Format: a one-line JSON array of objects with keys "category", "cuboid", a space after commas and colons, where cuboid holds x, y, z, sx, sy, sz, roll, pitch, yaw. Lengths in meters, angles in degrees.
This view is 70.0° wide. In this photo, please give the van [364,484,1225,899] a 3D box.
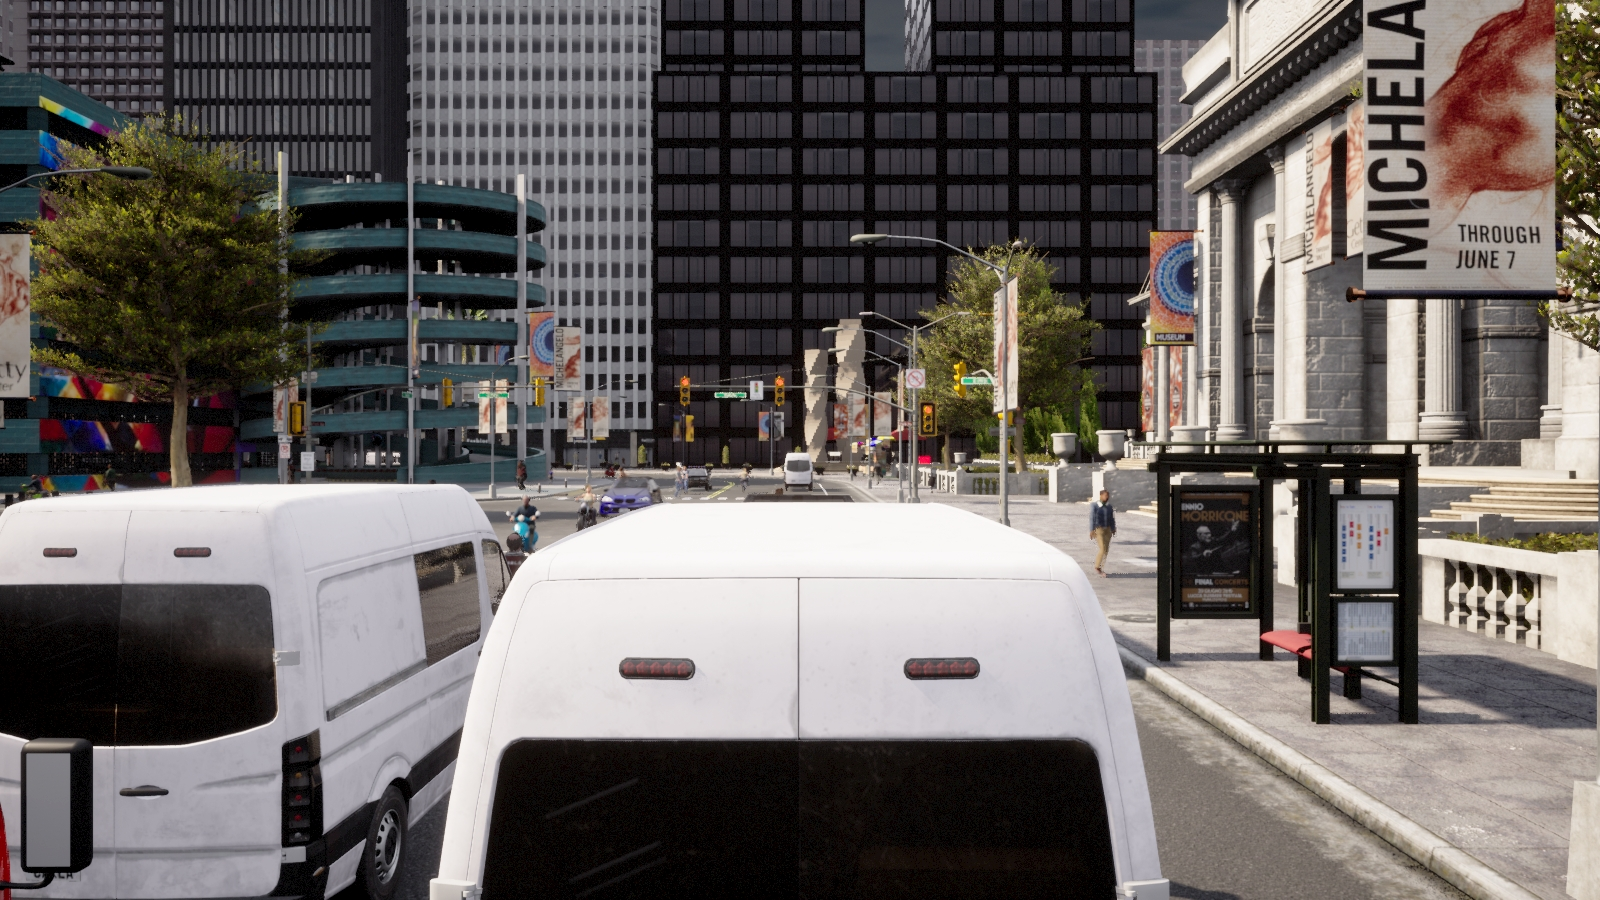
[{"category": "van", "cuboid": [-0.014, 1.532, 5.596, 1.988, 2.561, 5.915, 0, 0, 0]}]

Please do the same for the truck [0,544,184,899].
[{"category": "truck", "cuboid": [-3.506, 1.567, 1.456, 2.627, 2.467, 5.204, 0, 0, 0]}]

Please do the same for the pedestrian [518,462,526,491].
[{"category": "pedestrian", "cuboid": [-17.510, 1.670, 71.995, 0.375, 1.860, 0.375, 0, 0, 36]}]

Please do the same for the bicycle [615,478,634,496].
[{"category": "bicycle", "cuboid": [-10.637, 2.230, 69.318, 0.859, 1.080, 1.487, 0, 0, 1]}]

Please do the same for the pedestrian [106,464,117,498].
[{"category": "pedestrian", "cuboid": [-37.502, 1.673, 62.231, 0.375, 1.860, 0.375, 0, 0, 11]}]

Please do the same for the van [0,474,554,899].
[{"category": "van", "cuboid": [-3.517, 1.531, 8.781, 1.988, 2.561, 5.915, 0, 0, 0]}]

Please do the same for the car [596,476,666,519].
[{"category": "car", "cuboid": [-7.049, 1.951, 48.122, 2.242, 1.667, 4.611, 0, 0, 0]}]

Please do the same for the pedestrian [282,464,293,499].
[{"category": "pedestrian", "cuboid": [-27.338, 1.674, 60.974, 0.375, 1.860, 0.375, 0, 0, 6]}]

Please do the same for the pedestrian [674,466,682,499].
[{"category": "pedestrian", "cuboid": [-6.910, 1.824, 64.773, 0.375, 1.860, 0.375, 0, 0, 8]}]

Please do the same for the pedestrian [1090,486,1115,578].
[{"category": "pedestrian", "cuboid": [6.227, 1.687, 23.511, 0.375, 1.860, 0.375, 0, 0, -13]}]

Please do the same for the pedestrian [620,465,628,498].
[{"category": "pedestrian", "cuboid": [-10.127, 1.824, 65.755, 0.375, 1.860, 0.375, 0, 0, -18]}]

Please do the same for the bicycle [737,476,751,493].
[{"category": "bicycle", "cuboid": [-3.608, 2.228, 74.075, 0.859, 1.080, 1.487, 0, 0, 0]}]
